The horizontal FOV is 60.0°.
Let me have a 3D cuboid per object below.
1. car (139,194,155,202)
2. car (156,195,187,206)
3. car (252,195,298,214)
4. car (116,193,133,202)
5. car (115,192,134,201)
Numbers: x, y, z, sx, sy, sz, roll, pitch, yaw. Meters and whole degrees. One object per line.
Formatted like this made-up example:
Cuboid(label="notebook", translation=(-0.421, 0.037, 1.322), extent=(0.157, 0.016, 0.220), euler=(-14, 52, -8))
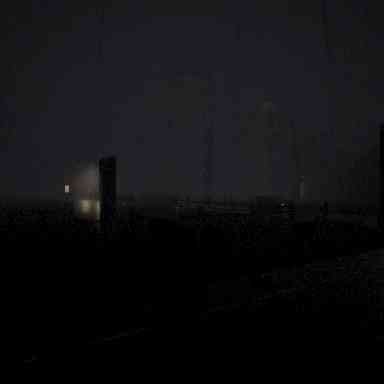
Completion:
Cuboid(label="car", translation=(-7.590, 1.025, 58.025), extent=(1.812, 1.442, 4.674), euler=(-1, 1, -35))
Cuboid(label="car", translation=(-2.555, 1.150, 46.049), extent=(1.837, 1.490, 4.892), euler=(-1, 1, -36))
Cuboid(label="car", translation=(7.778, 1.164, 31.616), extent=(2.097, 1.767, 4.553), euler=(-1, 1, -36))
Cuboid(label="car", translation=(-12.735, 1.075, 60.414), extent=(2.033, 1.411, 5.357), euler=(-1, 1, -36))
Cuboid(label="car", translation=(-13.416, 0.878, 66.083), extent=(1.882, 1.535, 5.008), euler=(-1, 1, -36))
